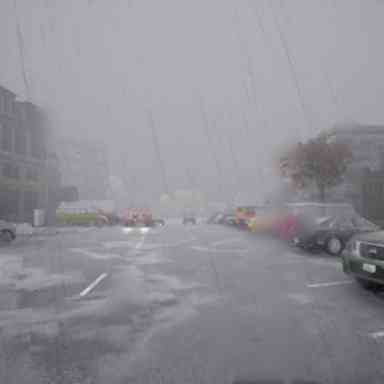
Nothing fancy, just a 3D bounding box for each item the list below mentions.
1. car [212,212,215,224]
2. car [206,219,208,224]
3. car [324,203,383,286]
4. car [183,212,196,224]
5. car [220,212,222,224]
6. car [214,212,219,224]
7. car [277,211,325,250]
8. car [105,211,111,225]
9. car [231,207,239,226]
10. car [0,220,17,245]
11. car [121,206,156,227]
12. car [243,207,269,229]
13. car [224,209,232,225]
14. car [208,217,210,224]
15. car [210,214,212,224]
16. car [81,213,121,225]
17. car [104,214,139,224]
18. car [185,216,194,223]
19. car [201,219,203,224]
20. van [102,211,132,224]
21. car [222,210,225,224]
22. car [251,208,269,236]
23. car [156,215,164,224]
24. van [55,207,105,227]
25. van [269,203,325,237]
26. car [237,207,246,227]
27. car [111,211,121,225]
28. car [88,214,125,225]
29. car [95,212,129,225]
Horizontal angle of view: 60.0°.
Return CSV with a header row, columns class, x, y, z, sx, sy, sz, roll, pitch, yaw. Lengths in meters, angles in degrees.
class,x,y,z,sx,sy,sz,roll,pitch,yaw
car,6.051,4.079,51.954,4.553,1.767,2.185,3,-6,-21
car,5.979,4.770,60.752,5.566,2.045,2.435,3,-6,-21
car,6.393,1.329,8.084,5.566,2.045,2.435,1,-1,-20
car,-0.470,4.790,60.892,2.150,2.045,5.566,0,-6,-1
car,6.227,3.247,40.252,4.674,1.452,2.002,3,-5,-20
car,6.163,3.694,46.105,5.008,1.535,2.097,3,-5,-21
car,6.393,1.700,13.958,4.892,1.521,2.231,1,-2,-20
car,-11.587,2.814,36.543,4.553,1.767,2.185,1,-5,-20
car,6.335,2.345,28.564,5.008,1.535,2.097,2,-4,-20
car,-10.124,1.623,14.744,4.181,1.385,1.994,5,-3,-43
car,-5.229,2.416,33.337,2.150,2.045,5.566,0,-4,0
car,6.537,2.029,22.792,5.366,1.575,1.946,2,-3,-20
car,6.253,2.773,34.398,4.792,1.488,2.163,2,-5,-20
car,5.990,4.740,57.795,4.892,1.521,2.231,3,-6,-21
car,6.034,4.471,54.870,4.892,1.521,2.231,3,-6,-21
car,-11.644,3.455,42.494,4.792,1.488,2.163,1,-5,-21
car,-11.598,4.474,54.505,5.366,1.575,1.946,1,-6,-21
car,-0.654,5.934,71.273,1.837,1.490,4.892,0,-6,-1
car,5.555,7.115,81.140,5.008,1.535,2.097,3,-7,-21
van,-11.623,3.978,51.521,4.442,1.987,1.878,1,-6,-21
car,6.257,3.011,37.323,4.674,1.452,2.002,2,-5,-20
car,6.387,1.899,19.800,4.892,1.521,2.231,2,-3,-20
car,-5.407,4.372,52.849,2.033,1.411,5.357,0,-5,0
van,-11.417,2.487,33.619,4.442,1.987,1.878,1,-4,-20
van,6.503,1.566,16.927,4.442,1.987,1.878,2,-3,-20
car,6.353,2.176,25.642,4.892,1.521,2.231,2,-4,-20
car,-11.567,2.931,39.565,5.566,2.045,2.435,1,-5,-21
car,-11.646,3.718,45.488,4.674,1.452,2.002,1,-5,-21
car,-11.659,3.812,48.491,4.553,1.767,2.185,1,-5,-21
